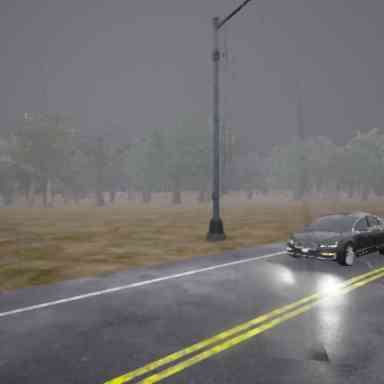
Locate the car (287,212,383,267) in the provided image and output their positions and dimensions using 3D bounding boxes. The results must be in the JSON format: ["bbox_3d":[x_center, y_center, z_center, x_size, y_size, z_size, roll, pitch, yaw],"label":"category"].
[{"bbox_3d":[5.245,1.483,11.517,4.892,1.490,1.837,0,0,-40],"label":"car"}]
